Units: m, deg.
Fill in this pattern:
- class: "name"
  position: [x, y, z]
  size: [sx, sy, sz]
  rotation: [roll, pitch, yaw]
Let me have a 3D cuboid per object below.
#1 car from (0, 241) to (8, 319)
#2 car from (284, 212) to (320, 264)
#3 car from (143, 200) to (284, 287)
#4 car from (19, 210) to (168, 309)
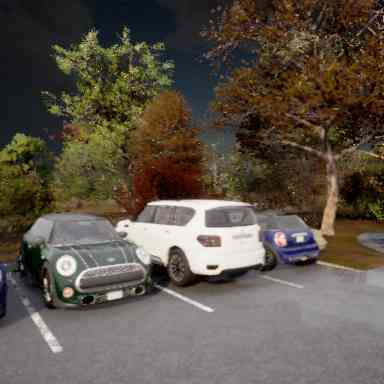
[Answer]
- class: "car"
  position: [-5.024, 1.353, 6.513]
  size: [2.185, 1.767, 4.553]
  rotation: [0, 0, -36]
- class: "car"
  position: [1.914, 1.382, 11.390]
  size: [2.185, 1.767, 4.553]
  rotation: [0, 0, -36]
- class: "car"
  position: [-0.387, 1.247, 9.821]
  size: [2.435, 2.045, 5.566]
  rotation: [0, 0, -36]
- class: "car"
  position: [-2.758, 1.362, 8.131]
  size: [2.185, 1.767, 4.553]
  rotation: [0, 0, -36]
